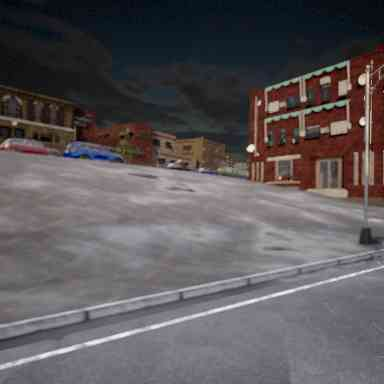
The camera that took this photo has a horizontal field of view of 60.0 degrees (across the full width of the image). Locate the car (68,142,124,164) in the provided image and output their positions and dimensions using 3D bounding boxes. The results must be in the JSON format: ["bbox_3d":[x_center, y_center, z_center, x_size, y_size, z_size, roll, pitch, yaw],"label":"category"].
[{"bbox_3d":[-8.964,-3.298,30.709,2.435,2.045,5.566,0,-1,44],"label":"car"}]

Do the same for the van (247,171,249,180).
[{"bbox_3d":[8.899,-2.119,51.967,1.878,1.987,4.442,1,-2,38],"label":"van"}]

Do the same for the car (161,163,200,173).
[{"bbox_3d":[-1.634,-2.614,38.950,2.002,1.452,4.674,0,-2,41],"label":"car"}]

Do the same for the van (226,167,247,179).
[{"bbox_3d":[5.515,-2.392,47.591,1.878,1.987,4.442,0,-2,39],"label":"van"}]

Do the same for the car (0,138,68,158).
[{"bbox_3d":[-12.838,-3.339,26.650,2.185,1.767,4.553,0,-1,45],"label":"car"}]

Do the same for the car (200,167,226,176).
[{"bbox_3d":[1.928,-2.384,43.190,2.002,1.452,4.674,0,-2,40],"label":"car"}]
